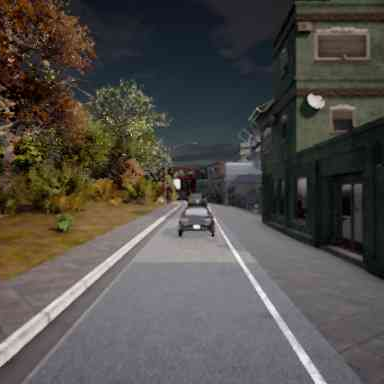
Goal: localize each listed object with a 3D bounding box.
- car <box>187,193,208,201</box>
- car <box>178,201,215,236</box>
[{"bbox_3d":[0.627,1.075,36.802,2.150,2.045,5.566,0,0,1],"label":"car"},{"bbox_3d":[0.257,1.457,17.864,1.812,1.442,4.674,0,0,1],"label":"car"}]
